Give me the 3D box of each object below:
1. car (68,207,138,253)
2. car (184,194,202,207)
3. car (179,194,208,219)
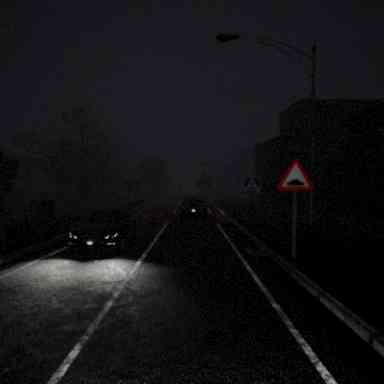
[{"bbox_3d":[-3.346,1.396,13.312,1.837,1.490,4.892,0,1,0],"label":"car"},{"bbox_3d":[0.107,0.984,40.605,2.033,1.411,5.357,0,1,0],"label":"car"},{"bbox_3d":[0.103,1.080,24.242,1.994,1.385,4.181,0,4,0],"label":"car"}]
